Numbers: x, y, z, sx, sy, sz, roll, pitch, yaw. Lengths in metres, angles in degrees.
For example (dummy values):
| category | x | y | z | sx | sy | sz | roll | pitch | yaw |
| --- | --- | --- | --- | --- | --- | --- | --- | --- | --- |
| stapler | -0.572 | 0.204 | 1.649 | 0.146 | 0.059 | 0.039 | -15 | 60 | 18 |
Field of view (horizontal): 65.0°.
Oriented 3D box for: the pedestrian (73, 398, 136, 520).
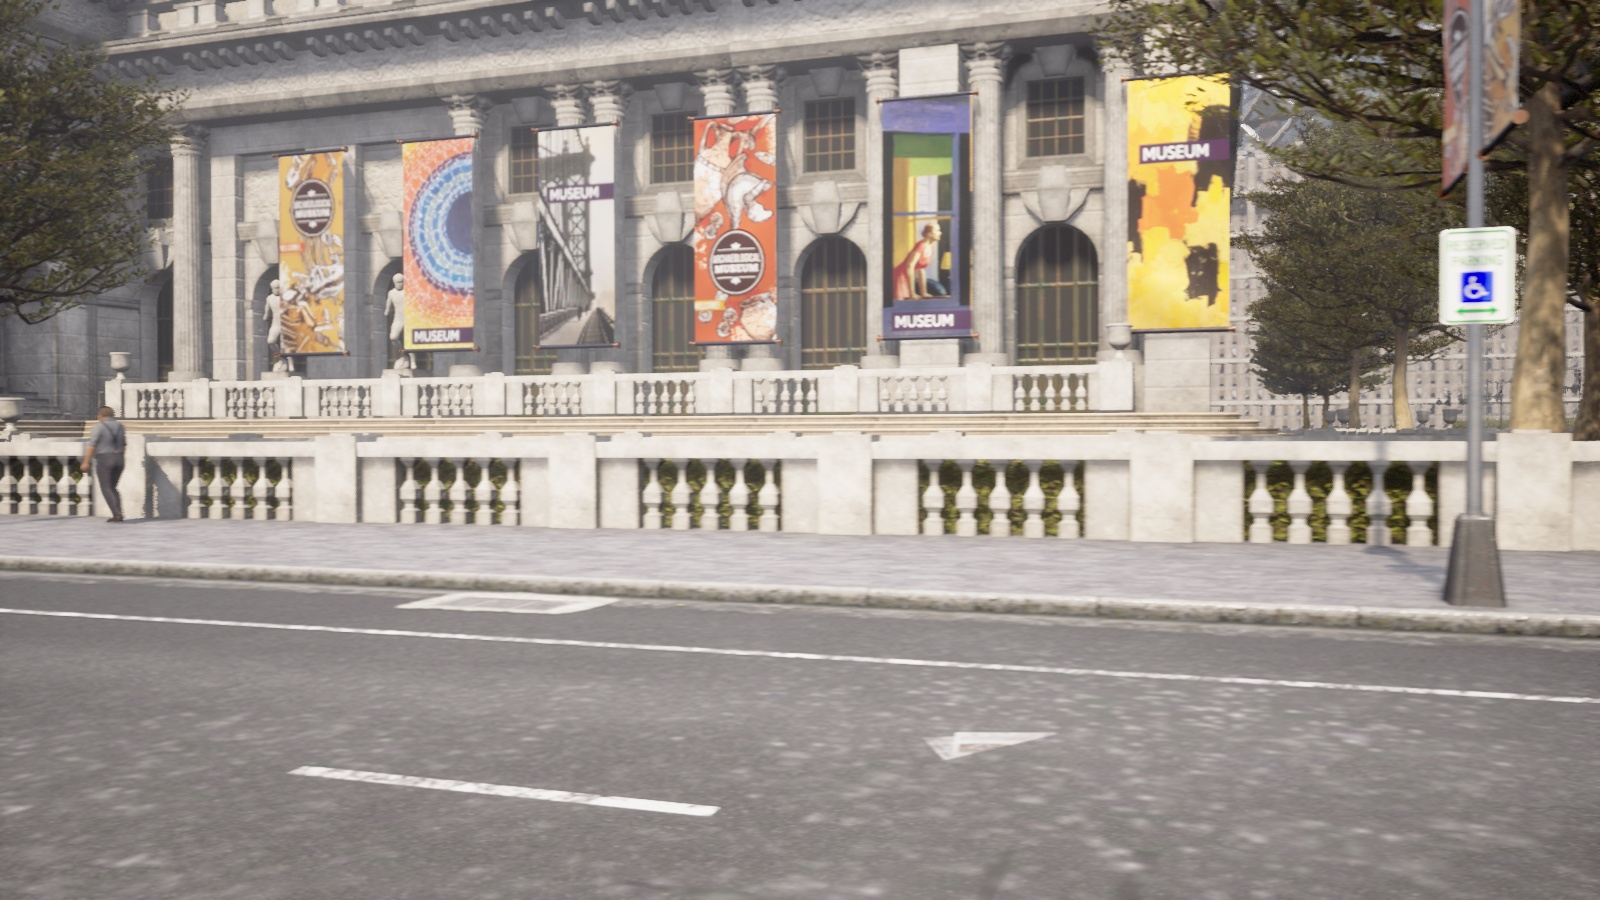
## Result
| category | x | y | z | sx | sy | sz | roll | pitch | yaw |
| --- | --- | --- | --- | --- | --- | --- | --- | --- | --- |
| pedestrian | -10.814 | 0.130 | 19.537 | 0.694 | 1.848 | 0.540 | 1 | 1 | 25 |
